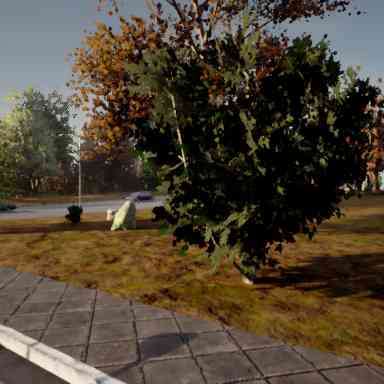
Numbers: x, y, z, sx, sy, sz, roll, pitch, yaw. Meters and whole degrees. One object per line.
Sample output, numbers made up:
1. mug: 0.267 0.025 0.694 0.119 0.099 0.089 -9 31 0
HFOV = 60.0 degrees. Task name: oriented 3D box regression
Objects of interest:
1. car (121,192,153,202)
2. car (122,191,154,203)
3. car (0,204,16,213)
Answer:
1. car: -9.204 0.789 55.958 2.033 1.411 5.357 0 3 39
2. car: -8.118 0.710 51.749 2.097 1.767 4.553 0 3 39
3. car: -21.502 1.638 35.247 1.895 1.301 4.718 0 1 39
